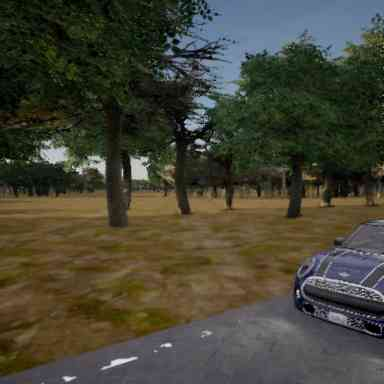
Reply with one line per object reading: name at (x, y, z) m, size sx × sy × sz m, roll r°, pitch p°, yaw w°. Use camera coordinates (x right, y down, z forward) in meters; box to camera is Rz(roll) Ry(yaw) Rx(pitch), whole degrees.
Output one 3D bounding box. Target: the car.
car at (4.021, 1.339, 6.474) m, size 4.553 × 1.767 × 2.097 m, roll 0°, pitch 0°, yaw -37°
